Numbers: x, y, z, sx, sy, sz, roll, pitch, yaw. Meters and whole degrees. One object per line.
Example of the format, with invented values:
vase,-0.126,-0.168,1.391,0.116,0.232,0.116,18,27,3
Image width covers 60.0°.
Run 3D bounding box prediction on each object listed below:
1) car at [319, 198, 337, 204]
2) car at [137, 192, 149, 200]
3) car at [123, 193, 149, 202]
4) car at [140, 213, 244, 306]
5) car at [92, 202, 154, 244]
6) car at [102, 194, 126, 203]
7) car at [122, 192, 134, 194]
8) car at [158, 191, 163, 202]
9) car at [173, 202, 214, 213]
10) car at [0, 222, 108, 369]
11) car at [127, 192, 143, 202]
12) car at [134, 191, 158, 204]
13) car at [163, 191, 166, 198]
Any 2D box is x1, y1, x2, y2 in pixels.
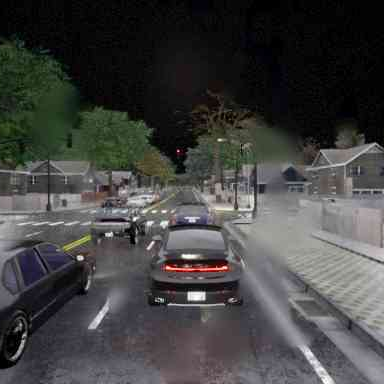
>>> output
car,12.417,1.267,30.852,4.674,1.442,1.812,0,1,-3
car,-10.149,0.827,69.169,1.994,1.385,4.181,0,1,0
car,-6.822,1.252,41.030,1.812,1.442,4.674,0,1,0
car,0.063,1.489,7.987,1.837,1.490,4.892,0,0,0
car,-3.235,1.439,15.396,2.128,1.511,4.902,0,0,0
car,-10.087,1.280,42.109,1.994,1.385,4.181,0,1,0
car,-10.129,0.979,50.796,2.097,1.767,4.553,0,1,0
car,-6.917,0.821,60.598,2.097,1.767,4.553,0,1,0
car,0.073,1.289,17.052,2.097,1.767,4.553,0,0,2
car,-3.172,1.539,5.642,2.033,1.411,5.357,0,0,0
car,-10.166,0.841,59.497,2.097,1.767,4.553,0,1,0
car,-6.879,0.850,50.708,2.150,2.045,5.566,0,1,0
car,-6.925,0.616,73.730,1.837,1.490,4.892,0,1,0
